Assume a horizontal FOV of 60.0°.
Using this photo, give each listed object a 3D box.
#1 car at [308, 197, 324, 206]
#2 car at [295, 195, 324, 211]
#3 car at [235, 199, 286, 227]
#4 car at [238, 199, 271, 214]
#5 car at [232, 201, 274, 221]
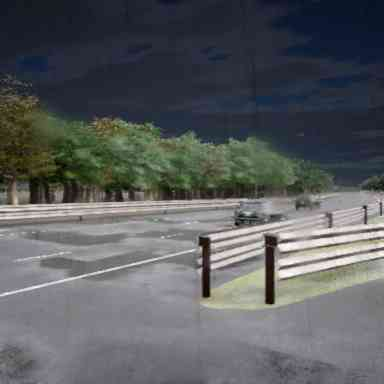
[{"bbox_3d":[23.232,1.731,62.017,1.837,1.490,4.892,1,0,33],"label":"car"},{"bbox_3d":[15.389,1.380,43.997,2.150,2.045,5.566,0,0,34],"label":"car"},{"bbox_3d":[4.775,1.451,22.728,2.097,1.767,4.553,0,0,36],"label":"car"},{"bbox_3d":[7.283,1.580,38.181,1.882,1.535,5.008,0,0,35],"label":"car"},{"bbox_3d":[5.519,1.622,29.616,1.812,1.442,4.674,0,0,35],"label":"car"}]
